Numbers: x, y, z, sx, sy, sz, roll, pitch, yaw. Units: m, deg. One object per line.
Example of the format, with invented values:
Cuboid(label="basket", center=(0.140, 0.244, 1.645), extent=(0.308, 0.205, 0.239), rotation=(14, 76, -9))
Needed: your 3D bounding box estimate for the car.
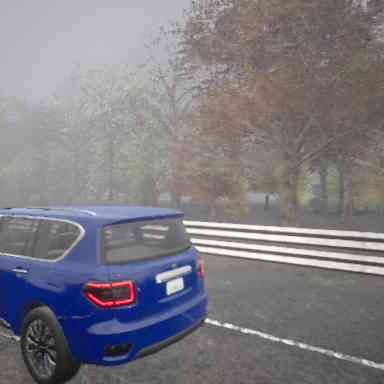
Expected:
Cuboid(label="car", center=(-2.382, 1.224, 5.574), extent=(5.566, 2.045, 2.150), rotation=(0, 0, 36))
